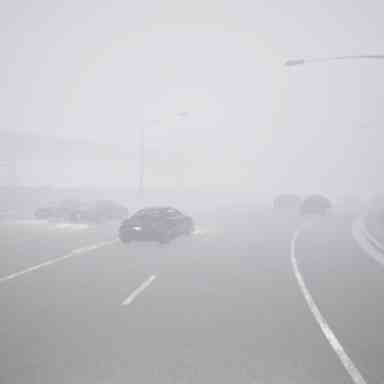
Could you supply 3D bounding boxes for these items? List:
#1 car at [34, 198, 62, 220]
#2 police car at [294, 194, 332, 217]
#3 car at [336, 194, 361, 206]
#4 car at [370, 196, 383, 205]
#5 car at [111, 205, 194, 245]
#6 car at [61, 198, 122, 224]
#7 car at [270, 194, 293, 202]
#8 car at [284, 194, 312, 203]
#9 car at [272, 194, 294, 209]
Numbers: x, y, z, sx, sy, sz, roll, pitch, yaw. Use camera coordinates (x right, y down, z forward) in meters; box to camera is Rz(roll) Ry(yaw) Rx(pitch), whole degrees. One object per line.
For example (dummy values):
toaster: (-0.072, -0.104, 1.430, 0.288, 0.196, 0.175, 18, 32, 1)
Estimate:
car: (-8.856, 1.145, 23.249, 1.994, 1.385, 4.181, 1, 1, 23)
police car: (10.256, 1.051, 27.399, 1.930, 1.638, 5.238, 1, 1, 31)
car: (20.130, 1.045, 42.800, 1.812, 1.442, 4.674, 0, 0, 43)
car: (29.815, 1.305, 52.079, 5.357, 1.411, 2.033, 2, -1, -39)
car: (-1.362, 1.313, 14.290, 1.994, 1.385, 4.181, 0, 1, 19)
car: (-5.891, 1.187, 21.296, 1.994, 1.385, 4.181, 1, 1, 22)
car: (15.787, 1.106, 58.341, 4.181, 1.385, 1.994, 1, -1, -44)
car: (17.650, 1.095, 55.307, 5.357, 1.411, 2.033, 1, -1, -44)
car: (10.725, 0.994, 36.801, 1.882, 1.535, 5.008, 0, 0, 37)
